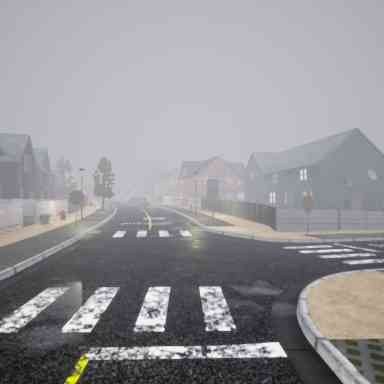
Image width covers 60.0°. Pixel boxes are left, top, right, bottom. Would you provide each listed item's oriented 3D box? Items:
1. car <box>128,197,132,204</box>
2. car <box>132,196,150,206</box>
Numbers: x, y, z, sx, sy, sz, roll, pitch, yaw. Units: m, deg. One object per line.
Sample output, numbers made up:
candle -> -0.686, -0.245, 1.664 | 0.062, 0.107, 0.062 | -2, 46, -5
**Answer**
car -> -11.345, 1.601, 65.219 | 1.882, 1.535, 5.008 | 0, 0, -17
car -> -8.235, 1.634, 55.209 | 2.033, 1.411, 5.357 | 0, 0, -17
